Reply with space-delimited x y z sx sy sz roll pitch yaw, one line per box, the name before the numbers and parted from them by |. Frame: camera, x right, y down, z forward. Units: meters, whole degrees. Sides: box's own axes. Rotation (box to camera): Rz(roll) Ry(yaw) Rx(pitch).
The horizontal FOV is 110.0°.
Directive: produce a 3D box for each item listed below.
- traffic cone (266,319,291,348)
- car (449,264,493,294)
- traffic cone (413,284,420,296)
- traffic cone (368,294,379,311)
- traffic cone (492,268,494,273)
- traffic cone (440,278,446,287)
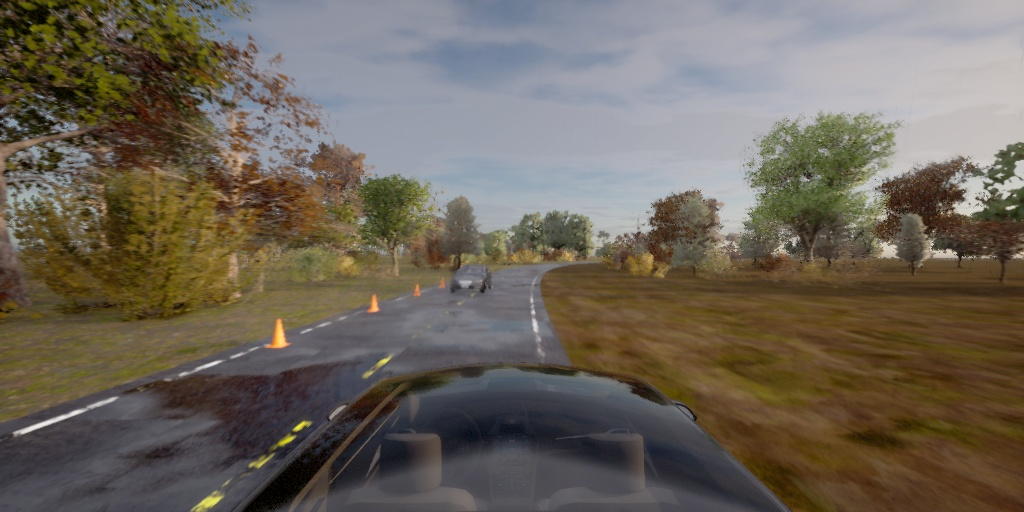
traffic cone | -5.087 1.663 7.815 0.340 0.580 0.340 0 0 1
car | -2.166 1.235 20.176 2.128 1.511 4.902 1 0 4
traffic cone | -4.740 1.673 17.903 0.340 0.580 0.340 0 0 3
traffic cone | -4.957 1.668 12.860 0.340 0.580 0.340 0 0 2
traffic cone | -2.341 1.709 43.015 0.340 0.580 0.340 0 0 8
traffic cone | -4.435 1.679 22.940 0.340 0.580 0.340 0 0 4
